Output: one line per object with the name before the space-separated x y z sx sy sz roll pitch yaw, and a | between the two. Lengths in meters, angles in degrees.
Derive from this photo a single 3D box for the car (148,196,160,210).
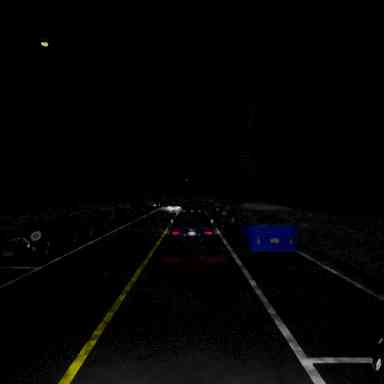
car | -5.851 1.634 45.181 1.752 1.417 4.829 0 0 0

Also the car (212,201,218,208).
car | 2.675 1.573 23.511 1.887 1.381 4.507 1 0 0

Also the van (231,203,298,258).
van | 2.678 1.348 12.592 1.690 1.788 3.998 1 0 0

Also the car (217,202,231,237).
car | 2.676 1.456 18.051 1.967 1.590 4.097 1 0 0

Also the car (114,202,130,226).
car | -5.850 1.610 23.515 1.802 1.307 4.206 1 0 0

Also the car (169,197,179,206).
car | -3.000 1.694 57.655 2.128 1.511 4.902 0 0 0

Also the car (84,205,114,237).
car | -5.849 1.560 18.056 1.887 1.381 4.507 1 0 0

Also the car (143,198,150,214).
car | -5.851 1.628 34.433 1.947 1.339 4.313 1 0 0

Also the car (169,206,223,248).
car | 0.000 1.574 14.651 2.033 1.411 5.357 0 0 0

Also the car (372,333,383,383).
car | 2.677 1.548 1.671 2.008 1.369 4.403 1 0 0

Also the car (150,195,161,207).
car | -5.850 1.451 50.812 2.192 1.841 5.009 0 0 0

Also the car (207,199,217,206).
car | 2.674 1.644 34.430 1.802 1.307 4.206 0 0 0

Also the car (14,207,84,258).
car | -5.848 1.446 12.597 1.967 1.590 4.097 1 0 0

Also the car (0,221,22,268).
car | -5.848 1.551 7.137 2.008 1.369 4.403 1 0 0

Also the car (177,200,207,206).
car | 0.000 1.610 29.652 2.033 1.411 5.357 0 0 0

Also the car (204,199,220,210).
car | 2.673 1.654 45.349 1.887 1.381 4.507 0 0 0

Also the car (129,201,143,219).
car | -5.850 1.594 28.974 2.008 1.369 4.403 1 0 0
